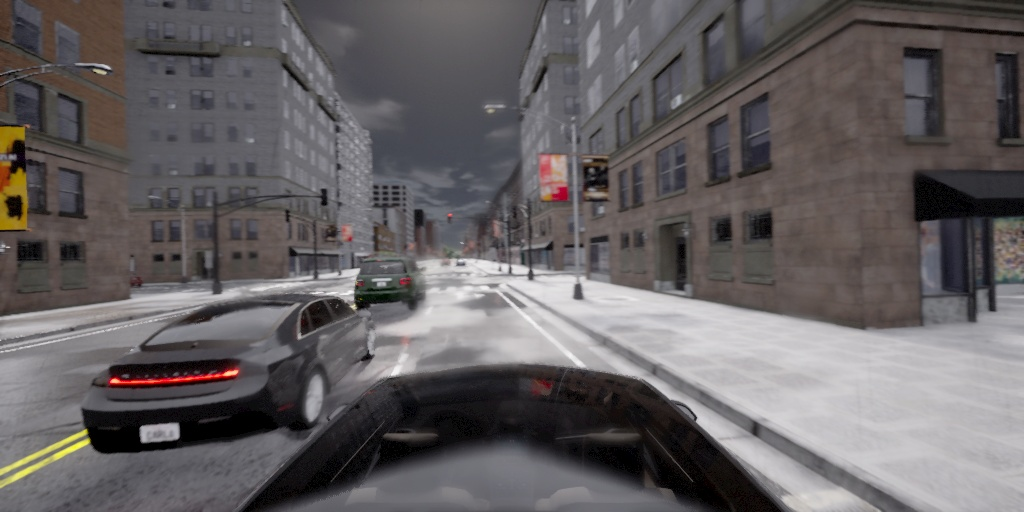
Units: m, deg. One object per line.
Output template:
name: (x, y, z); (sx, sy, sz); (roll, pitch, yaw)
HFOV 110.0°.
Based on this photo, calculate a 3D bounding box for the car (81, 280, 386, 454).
car: (-3.475, 1.338, 5.568); (1.837, 1.490, 4.892); (-2, 0, -9)

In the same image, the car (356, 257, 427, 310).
car: (-4.899, 1.076, 15.074); (2.150, 2.045, 5.566); (-2, 0, -8)

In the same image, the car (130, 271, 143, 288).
car: (-34.386, 2.040, 30.571); (4.097, 1.591, 1.967); (0, 0, -8)
